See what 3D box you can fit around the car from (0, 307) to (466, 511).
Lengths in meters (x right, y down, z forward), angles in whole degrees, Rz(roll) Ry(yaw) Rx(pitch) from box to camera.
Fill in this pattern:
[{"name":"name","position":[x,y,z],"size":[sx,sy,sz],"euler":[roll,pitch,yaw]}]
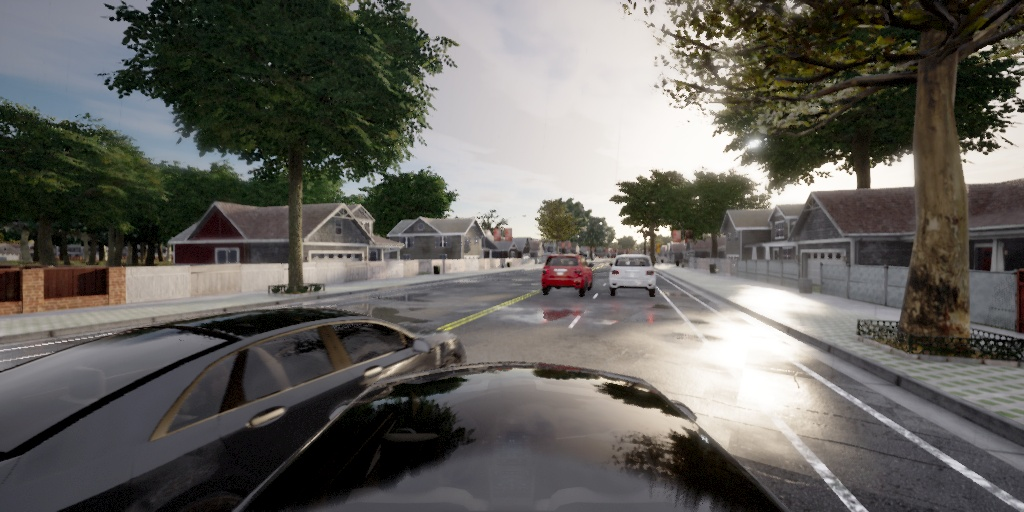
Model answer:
[{"name":"car","position":[-2.096,1.254,3.444],"size":[1.837,1.490,4.892],"euler":[0,0,18]}]

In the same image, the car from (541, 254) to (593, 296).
[{"name":"car","position":[3.103,0.953,19.490],"size":[2.150,2.045,5.566],"euler":[0,-1,18]}]

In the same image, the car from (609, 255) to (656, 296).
[{"name":"car","position":[6.532,0.957,19.543],"size":[2.150,2.045,5.566],"euler":[0,0,18]}]
